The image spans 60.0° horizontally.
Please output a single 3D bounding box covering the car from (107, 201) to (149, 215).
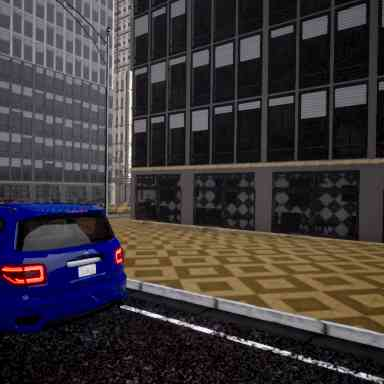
[{"bbox_3d":[-7.351,1.830,38.740,1.752,1.417,4.829,1,0,36],"label":"car"}]

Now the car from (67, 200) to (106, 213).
[{"bbox_3d":[-12.935,1.762,40.924,1.994,1.385,4.181,1,0,36],"label":"car"}]

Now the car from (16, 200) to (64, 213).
[{"bbox_3d":[-17.646,1.643,38.903,1.752,1.417,4.829,1,0,36],"label":"car"}]

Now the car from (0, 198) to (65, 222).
[{"bbox_3d":[-14.148,1.520,29.528,2.192,1.841,5.009,1,0,36],"label":"car"}]

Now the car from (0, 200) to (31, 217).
[{"bbox_3d":[-18.847,1.616,32.904,1.837,1.490,4.892,1,0,36],"label":"car"}]

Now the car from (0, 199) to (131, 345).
[{"bbox_3d":[-3.701,1.218,6.322,5.566,2.045,2.150,0,0,35],"label":"car"}]
